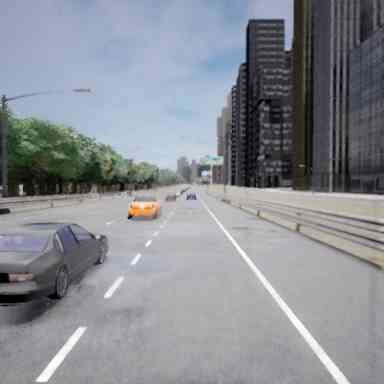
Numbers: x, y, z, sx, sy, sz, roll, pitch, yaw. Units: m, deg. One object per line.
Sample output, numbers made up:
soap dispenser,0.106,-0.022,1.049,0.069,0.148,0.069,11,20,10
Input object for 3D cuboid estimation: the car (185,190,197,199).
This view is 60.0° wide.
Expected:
car,-0.110,0.708,65.469,1.812,1.442,4.674,0,1,0

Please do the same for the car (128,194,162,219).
car,-3.538,1.040,25.697,2.097,1.767,4.553,0,1,0

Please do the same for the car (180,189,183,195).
car,-3.753,0.571,80.204,1.895,1.301,4.718,0,1,0

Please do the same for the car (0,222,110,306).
car,-3.504,1.448,8.051,2.033,1.411,5.357,0,1,0

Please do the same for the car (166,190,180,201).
car,-3.688,0.807,59.712,2.033,1.411,5.357,0,1,0
